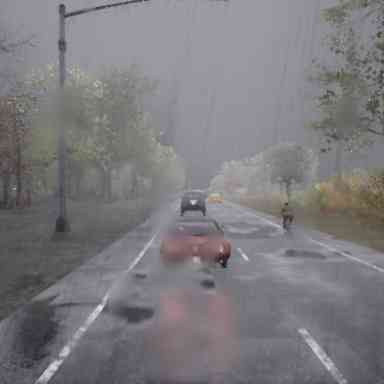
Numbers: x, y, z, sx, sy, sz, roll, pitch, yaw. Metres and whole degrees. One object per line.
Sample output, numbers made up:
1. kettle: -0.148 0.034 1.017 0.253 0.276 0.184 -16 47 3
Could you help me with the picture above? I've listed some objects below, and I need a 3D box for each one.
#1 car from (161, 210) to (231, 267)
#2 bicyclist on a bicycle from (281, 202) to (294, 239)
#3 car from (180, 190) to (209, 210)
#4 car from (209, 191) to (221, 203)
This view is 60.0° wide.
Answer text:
1. car: 0.104 1.505 11.009 1.895 1.301 4.718 0 0 0
2. bicyclist on a bicycle: 4.474 1.318 15.610 0.582 1.620 1.656 0 0 0
3. car: 0.113 0.966 29.567 2.150 2.045 5.566 0 0 0
4. car: 3.629 1.013 54.110 1.882 1.535 5.008 0 0 0
